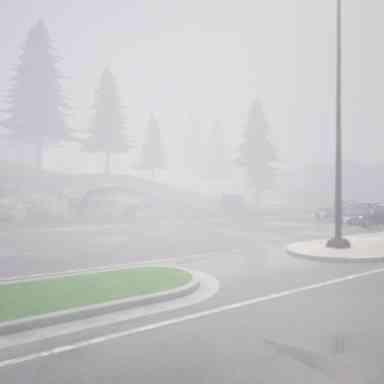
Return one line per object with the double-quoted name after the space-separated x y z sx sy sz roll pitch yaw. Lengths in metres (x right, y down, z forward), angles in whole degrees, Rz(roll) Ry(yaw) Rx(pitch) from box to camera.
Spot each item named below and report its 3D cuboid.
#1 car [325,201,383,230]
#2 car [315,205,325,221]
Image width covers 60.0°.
10.882 1.432 20.611 4.902 1.511 2.128 0 0 -33 "car"
11.316 1.416 25.055 4.902 1.511 2.128 0 0 -33 "car"
